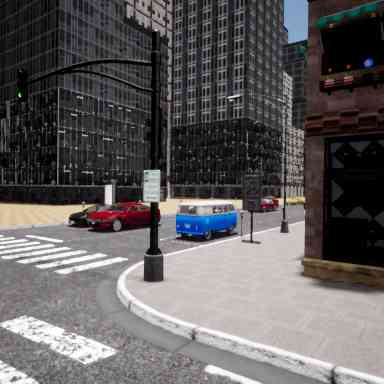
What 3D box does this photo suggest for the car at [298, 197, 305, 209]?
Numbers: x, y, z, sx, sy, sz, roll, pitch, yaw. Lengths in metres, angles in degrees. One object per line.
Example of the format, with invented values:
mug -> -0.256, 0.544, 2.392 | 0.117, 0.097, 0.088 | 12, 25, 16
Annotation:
car -> 15.655, 1.429, 42.299 | 2.128, 1.511, 4.902 | 1, 1, 36

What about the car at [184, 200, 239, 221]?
car -> 1.780, 1.469, 28.268 | 2.033, 1.411, 5.357 | 1, 1, 36

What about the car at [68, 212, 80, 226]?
car -> -5.960, 1.467, 21.892 | 1.947, 1.339, 4.313 | 1, 1, 36

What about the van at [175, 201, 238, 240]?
van -> 0.862, 1.368, 17.019 | 1.690, 1.788, 3.998 | 1, 1, 36

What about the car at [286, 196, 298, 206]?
car -> 16.447, 1.365, 53.271 | 1.752, 1.417, 4.829 | 1, 1, 36

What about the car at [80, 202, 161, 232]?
car -> -3.974, 1.418, 20.209 | 1.882, 1.535, 5.008 | 1, 1, 34

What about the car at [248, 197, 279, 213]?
car -> 7.778, 1.505, 36.660 | 1.895, 1.301, 4.718 | 1, 1, 36
